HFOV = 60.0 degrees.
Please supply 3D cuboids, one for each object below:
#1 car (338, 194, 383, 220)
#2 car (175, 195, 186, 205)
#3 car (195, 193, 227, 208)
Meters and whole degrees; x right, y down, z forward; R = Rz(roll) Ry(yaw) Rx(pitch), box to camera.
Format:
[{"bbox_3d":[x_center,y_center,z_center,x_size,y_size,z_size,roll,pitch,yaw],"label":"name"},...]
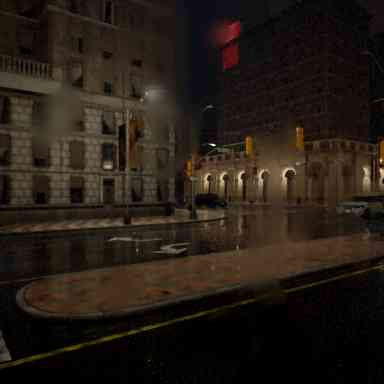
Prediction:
[{"bbox_3d":[14.910,1.220,28.605,5.566,2.045,2.150,0,0,-35],"label":"car"},{"bbox_3d":[-2.970,1.351,56.114,2.097,1.767,4.553,0,0,-35],"label":"car"},{"bbox_3d":[2.662,1.220,48.148,2.150,2.045,5.566,0,0,-35],"label":"car"}]
